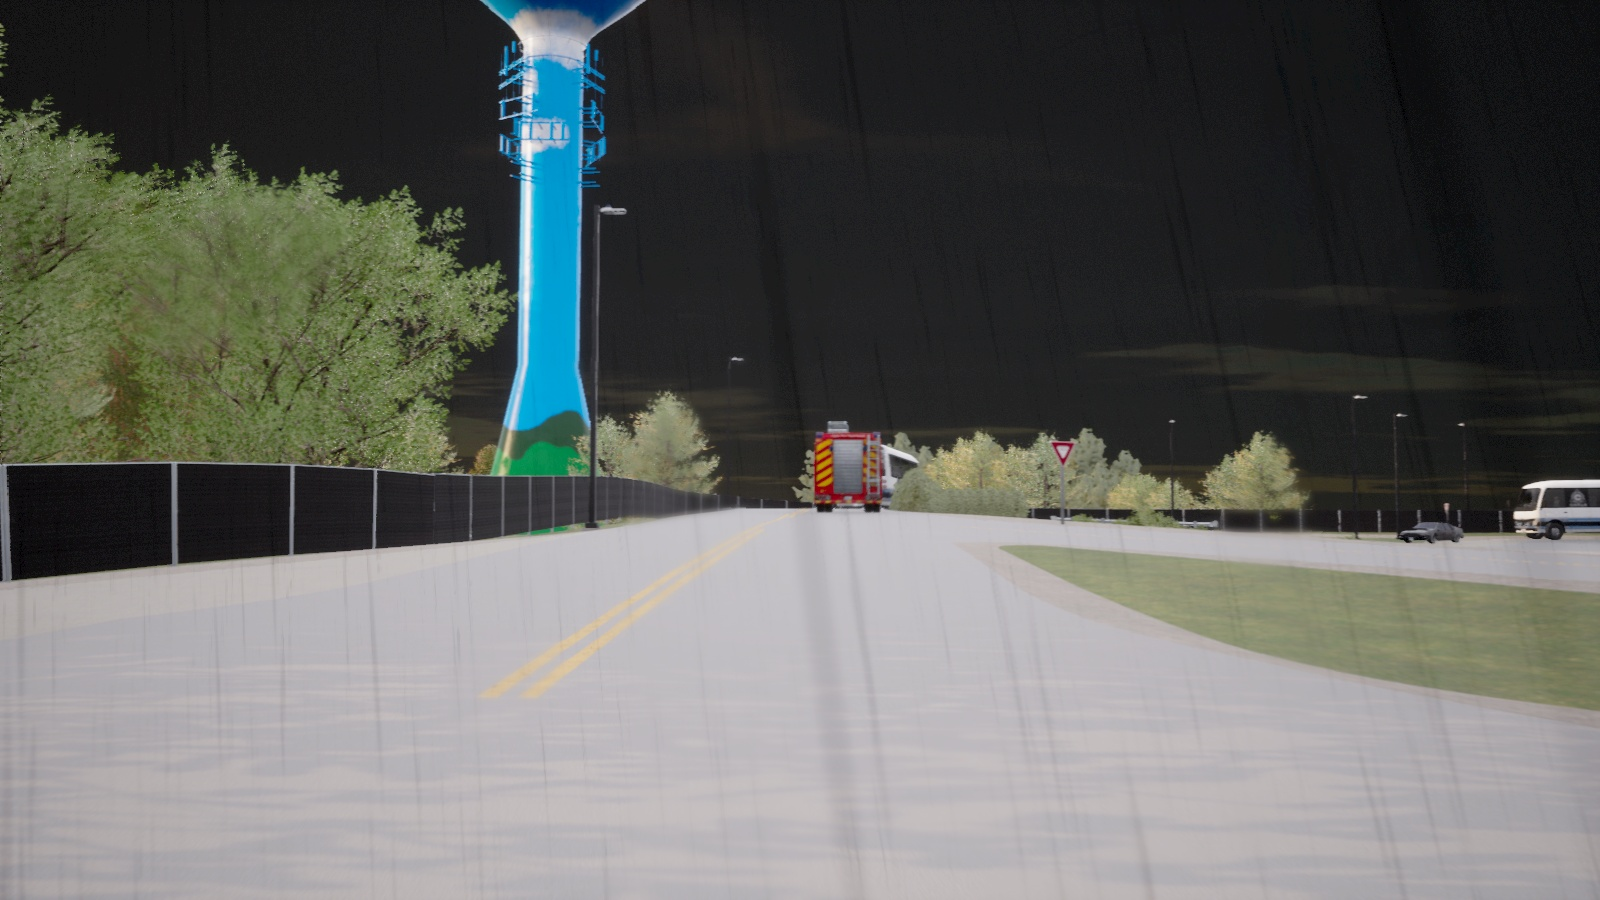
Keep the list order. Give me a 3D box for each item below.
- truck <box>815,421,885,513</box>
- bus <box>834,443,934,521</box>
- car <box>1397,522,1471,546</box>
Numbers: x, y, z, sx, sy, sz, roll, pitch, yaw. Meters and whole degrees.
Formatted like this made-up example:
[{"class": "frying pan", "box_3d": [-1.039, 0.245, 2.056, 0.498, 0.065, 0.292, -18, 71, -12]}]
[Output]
[{"class": "truck", "box_3d": [2.299, 0.841, 56.426, 2.891, 3.827, 8.468, 0, -2, 3]}, {"class": "bus", "box_3d": [5.451, 2.184, 79.111, 3.944, 4.253, 10.273, -1, -5, 17]}, {"class": "car", "box_3d": [41.604, 5.486, 82.376, 5.357, 1.411, 2.033, 2, -3, -36]}]
